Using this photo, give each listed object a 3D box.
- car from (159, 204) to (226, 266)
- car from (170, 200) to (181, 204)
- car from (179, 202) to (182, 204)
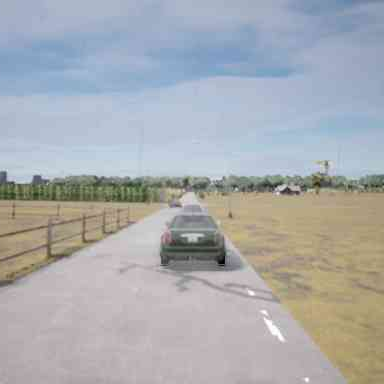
[{"bbox_3d":[0.043,1.483,12.251,2.097,1.767,4.553,0,-1,1],"label":"car"},{"bbox_3d":[-2.791,2.048,56.925,1.994,1.385,4.181,0,0,0],"label":"car"},{"bbox_3d":[0.045,1.789,27.339,1.837,1.490,4.892,0,0,1],"label":"car"}]
